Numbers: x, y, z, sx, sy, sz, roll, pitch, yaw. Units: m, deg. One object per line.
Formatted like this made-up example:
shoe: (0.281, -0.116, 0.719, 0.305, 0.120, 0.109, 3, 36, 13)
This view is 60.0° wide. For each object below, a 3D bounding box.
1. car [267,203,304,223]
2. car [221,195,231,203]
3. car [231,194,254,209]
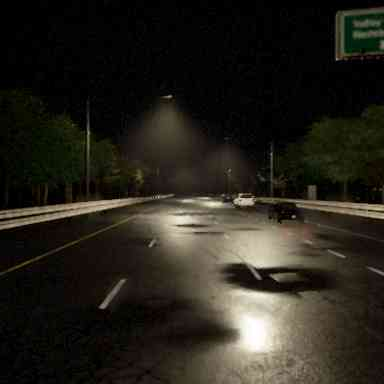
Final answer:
car: (7.007, 1.537, 25.141, 1.812, 1.442, 4.674, 0, 0, 0)
car: (7.022, 1.372, 66.411, 2.097, 1.767, 4.553, 0, 0, 0)
car: (7.014, 1.250, 45.157, 2.150, 2.045, 5.566, 0, 0, 0)
